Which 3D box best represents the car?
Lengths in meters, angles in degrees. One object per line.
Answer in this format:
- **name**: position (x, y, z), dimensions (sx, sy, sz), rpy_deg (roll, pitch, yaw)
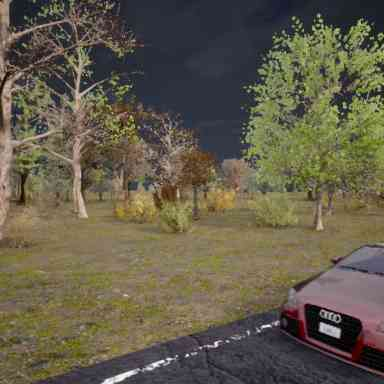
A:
- **car**: position (3.358, 1.564, 5.367), dimensions (4.181, 1.385, 1.994), rpy_deg (0, 0, -36)
